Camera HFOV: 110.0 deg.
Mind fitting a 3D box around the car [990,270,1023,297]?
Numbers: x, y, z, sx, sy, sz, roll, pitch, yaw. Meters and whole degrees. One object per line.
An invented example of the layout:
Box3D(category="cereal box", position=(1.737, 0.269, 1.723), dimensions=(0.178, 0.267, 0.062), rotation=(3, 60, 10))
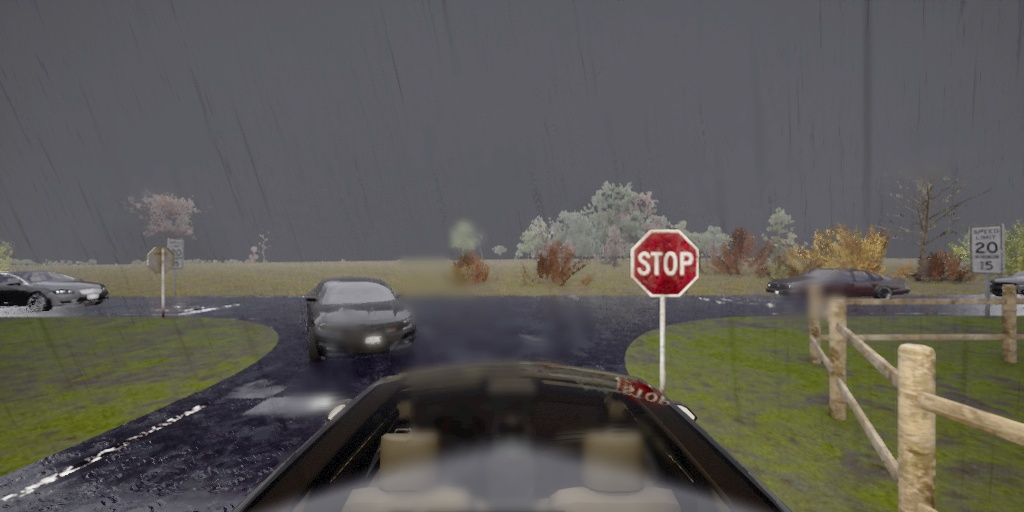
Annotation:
Box3D(category="car", position=(25.016, 1.222, 16.458), dimensions=(4.892, 1.490, 1.837), rotation=(0, 0, 1))

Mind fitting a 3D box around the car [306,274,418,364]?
Box3D(category="car", position=(-3.726, 1.240, 8.529), dimensions=(1.882, 1.535, 5.008), rotation=(2, -1, -31))

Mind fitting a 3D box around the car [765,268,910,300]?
Box3D(category="car", position=(14.904, 1.285, 16.545), dimensions=(5.357, 1.411, 2.033), rotation=(0, 0, 0))

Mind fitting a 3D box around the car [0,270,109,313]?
Box3D(category="car", position=(-18.633, 1.313, 13.864), dimensions=(4.902, 1.511, 2.128), rotation=(0, 0, 0))
